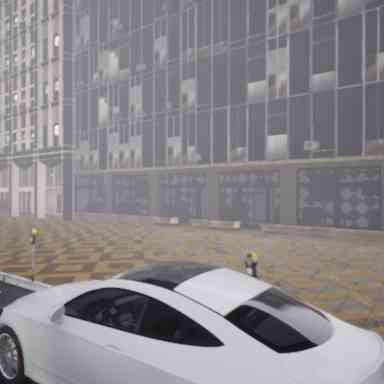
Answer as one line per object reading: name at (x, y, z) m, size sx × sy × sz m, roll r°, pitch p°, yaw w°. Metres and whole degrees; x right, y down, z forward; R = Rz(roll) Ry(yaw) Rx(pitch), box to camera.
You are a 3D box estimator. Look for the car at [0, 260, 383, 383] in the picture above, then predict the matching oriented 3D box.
car at (-0.393, 1.542, 3.733) m, size 4.674 × 1.442 × 1.812 m, roll 0°, pitch 0°, yaw 36°
